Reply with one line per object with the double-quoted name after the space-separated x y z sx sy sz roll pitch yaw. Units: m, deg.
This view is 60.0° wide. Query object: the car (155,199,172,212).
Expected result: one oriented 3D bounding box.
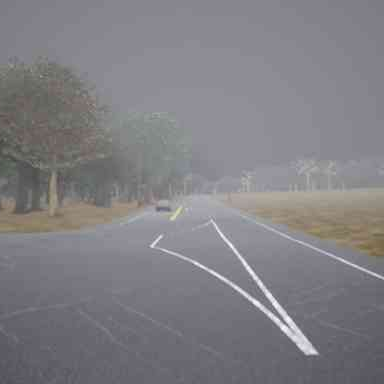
-3.548 1.706 42.207 1.882 1.535 5.008 0 0 0 "car"
